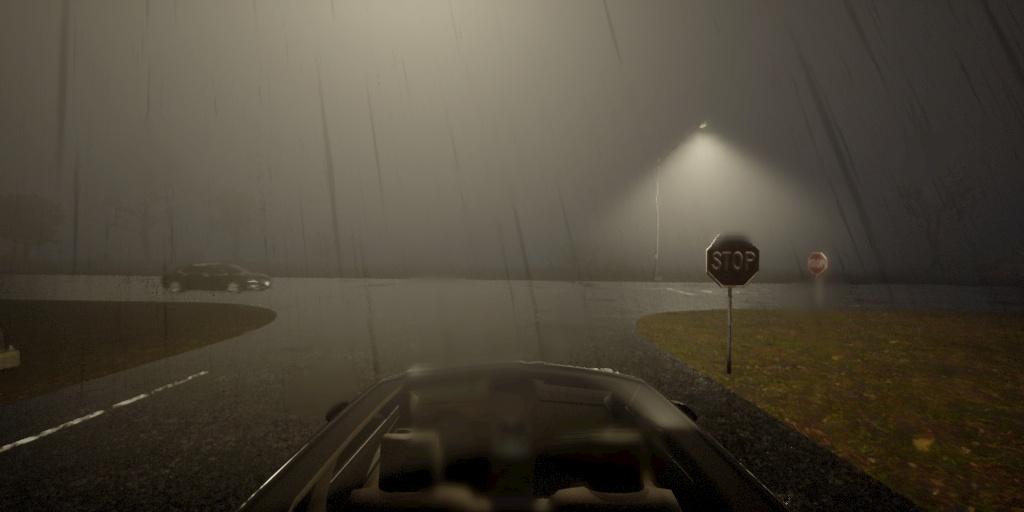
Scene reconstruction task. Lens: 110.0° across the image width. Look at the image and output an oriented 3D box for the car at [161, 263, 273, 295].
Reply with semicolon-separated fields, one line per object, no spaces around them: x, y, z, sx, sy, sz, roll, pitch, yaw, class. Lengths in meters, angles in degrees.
-14.905;1.138;18.260;4.892;1.490;1.837;1;1;0;car
